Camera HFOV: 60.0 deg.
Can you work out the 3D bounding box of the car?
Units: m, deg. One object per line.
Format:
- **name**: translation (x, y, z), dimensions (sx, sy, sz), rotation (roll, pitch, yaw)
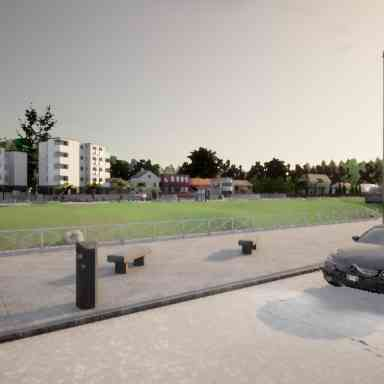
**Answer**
- **car**: translation (5.211, 1.526, 8.245), dimensions (4.674, 1.442, 1.812), rotation (0, 0, -36)
